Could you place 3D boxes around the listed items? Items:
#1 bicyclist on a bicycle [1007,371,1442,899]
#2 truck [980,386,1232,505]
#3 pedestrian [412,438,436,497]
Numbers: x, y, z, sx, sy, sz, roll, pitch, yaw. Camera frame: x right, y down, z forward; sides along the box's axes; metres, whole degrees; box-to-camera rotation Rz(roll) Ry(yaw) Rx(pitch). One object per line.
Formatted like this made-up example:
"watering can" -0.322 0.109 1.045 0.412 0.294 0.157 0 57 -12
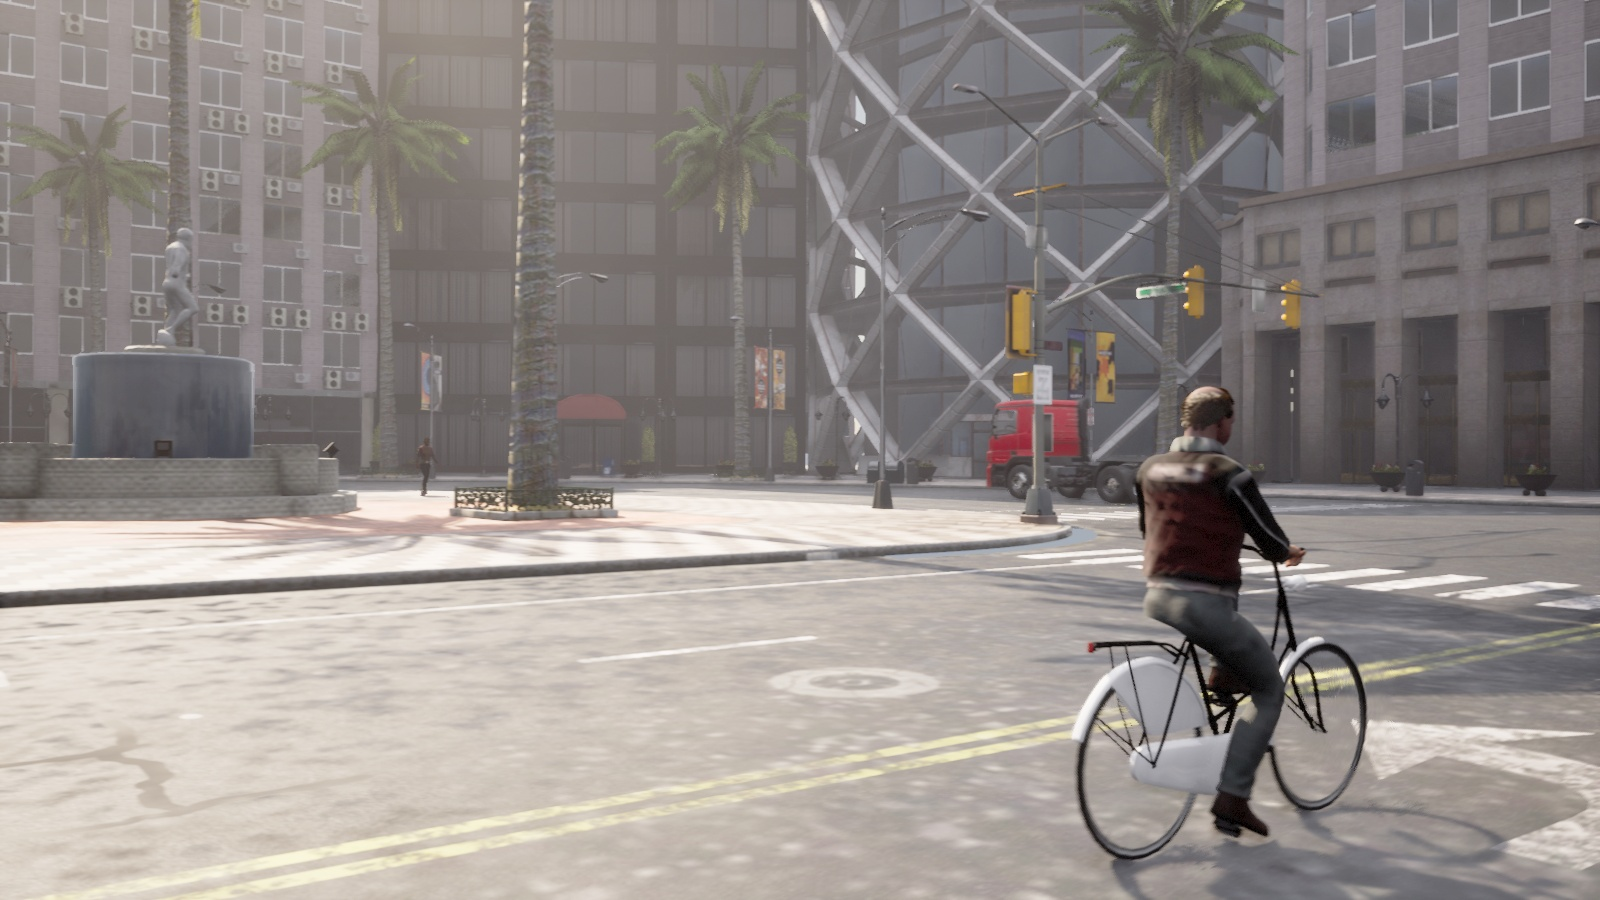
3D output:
"bicyclist on a bicycle" 1.713 0.631 4.934 1.843 1.776 0.659 0 0 -35
"truck" 9.675 -0.104 40.723 2.891 3.462 7.936 0 0 -36
"pedestrian" -11.606 0.547 38.746 0.328 1.805 0.869 0 0 -44
